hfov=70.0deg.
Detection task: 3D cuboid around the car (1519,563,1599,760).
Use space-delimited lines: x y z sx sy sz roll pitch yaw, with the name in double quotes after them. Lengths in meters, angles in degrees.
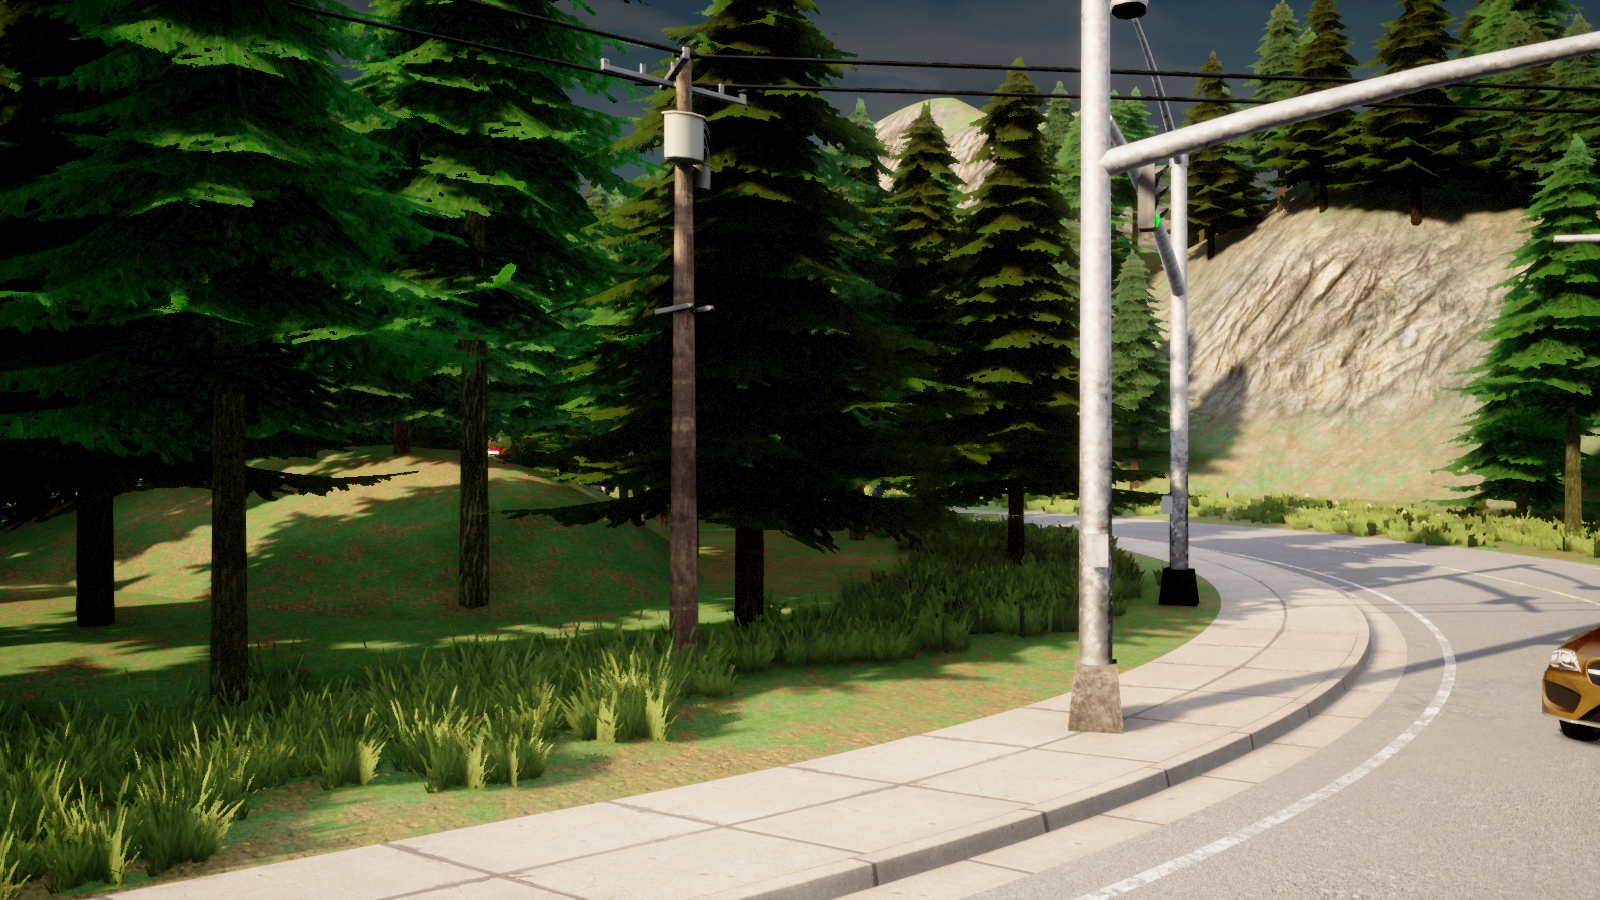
9.577 1.970 11.147 5.027 1.651 2.152 0 0 -29 "car"
